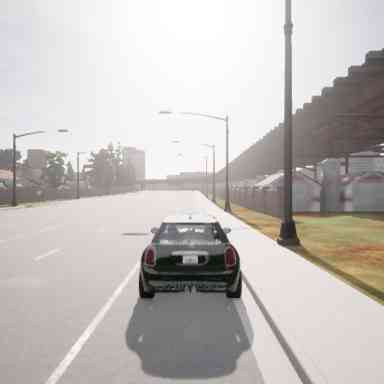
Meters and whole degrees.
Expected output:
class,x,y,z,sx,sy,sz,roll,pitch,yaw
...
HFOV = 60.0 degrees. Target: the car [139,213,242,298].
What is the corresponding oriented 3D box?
class,x,y,z,sx,sy,sz,roll,pitch,yaw
car,-0.033,1.343,8.620,2.097,1.767,4.553,0,0,0
